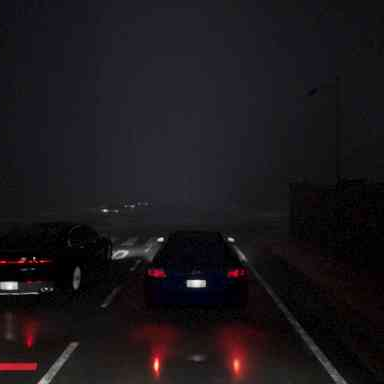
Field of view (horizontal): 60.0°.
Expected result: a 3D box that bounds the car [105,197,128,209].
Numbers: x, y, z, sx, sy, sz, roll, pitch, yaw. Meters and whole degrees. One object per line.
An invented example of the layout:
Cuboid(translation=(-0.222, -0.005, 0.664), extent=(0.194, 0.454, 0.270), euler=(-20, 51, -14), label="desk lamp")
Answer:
Cuboid(translation=(-10.494, 1.477, 45.578), extent=(1.882, 1.535, 5.008), euler=(0, 0, 0), label="car")

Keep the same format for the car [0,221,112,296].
Cuboid(translation=(-3.421, 1.505, 8.651), extent=(1.837, 1.490, 4.892), euler=(0, 0, 0), label="car")

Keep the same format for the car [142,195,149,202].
Cuboid(translation=(-10.352, 1.369, 71.346), extent=(1.837, 1.490, 4.892), euler=(0, 0, 0), label="car")

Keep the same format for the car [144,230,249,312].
Cuboid(translation=(0.092, 1.564, 7.799), extent=(1.994, 1.385, 4.181), euler=(0, 0, 0), label="car")

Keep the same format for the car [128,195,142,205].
Cuboid(translation=(-10.460, 1.546, 57.181), extent=(2.033, 1.411, 5.357), euler=(0, 0, 0), label="car")
